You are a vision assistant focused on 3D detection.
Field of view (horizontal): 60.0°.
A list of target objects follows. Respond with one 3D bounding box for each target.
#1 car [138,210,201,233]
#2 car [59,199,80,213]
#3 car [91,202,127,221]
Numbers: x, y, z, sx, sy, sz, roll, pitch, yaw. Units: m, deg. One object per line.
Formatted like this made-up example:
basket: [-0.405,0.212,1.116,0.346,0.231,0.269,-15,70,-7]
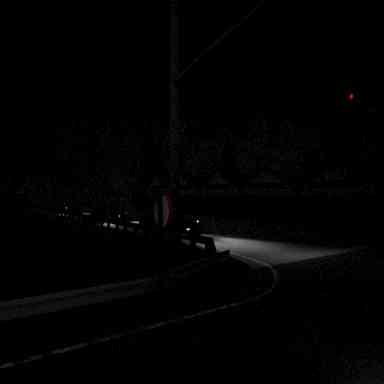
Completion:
car: [-1.482,1.792,20.626,1.895,1.301,4.718,0,0,-35]
car: [-14.683,1.690,39.720,1.837,1.490,4.892,0,1,-30]
car: [-7.250,1.696,28.826,1.837,1.490,4.892,0,0,-35]
